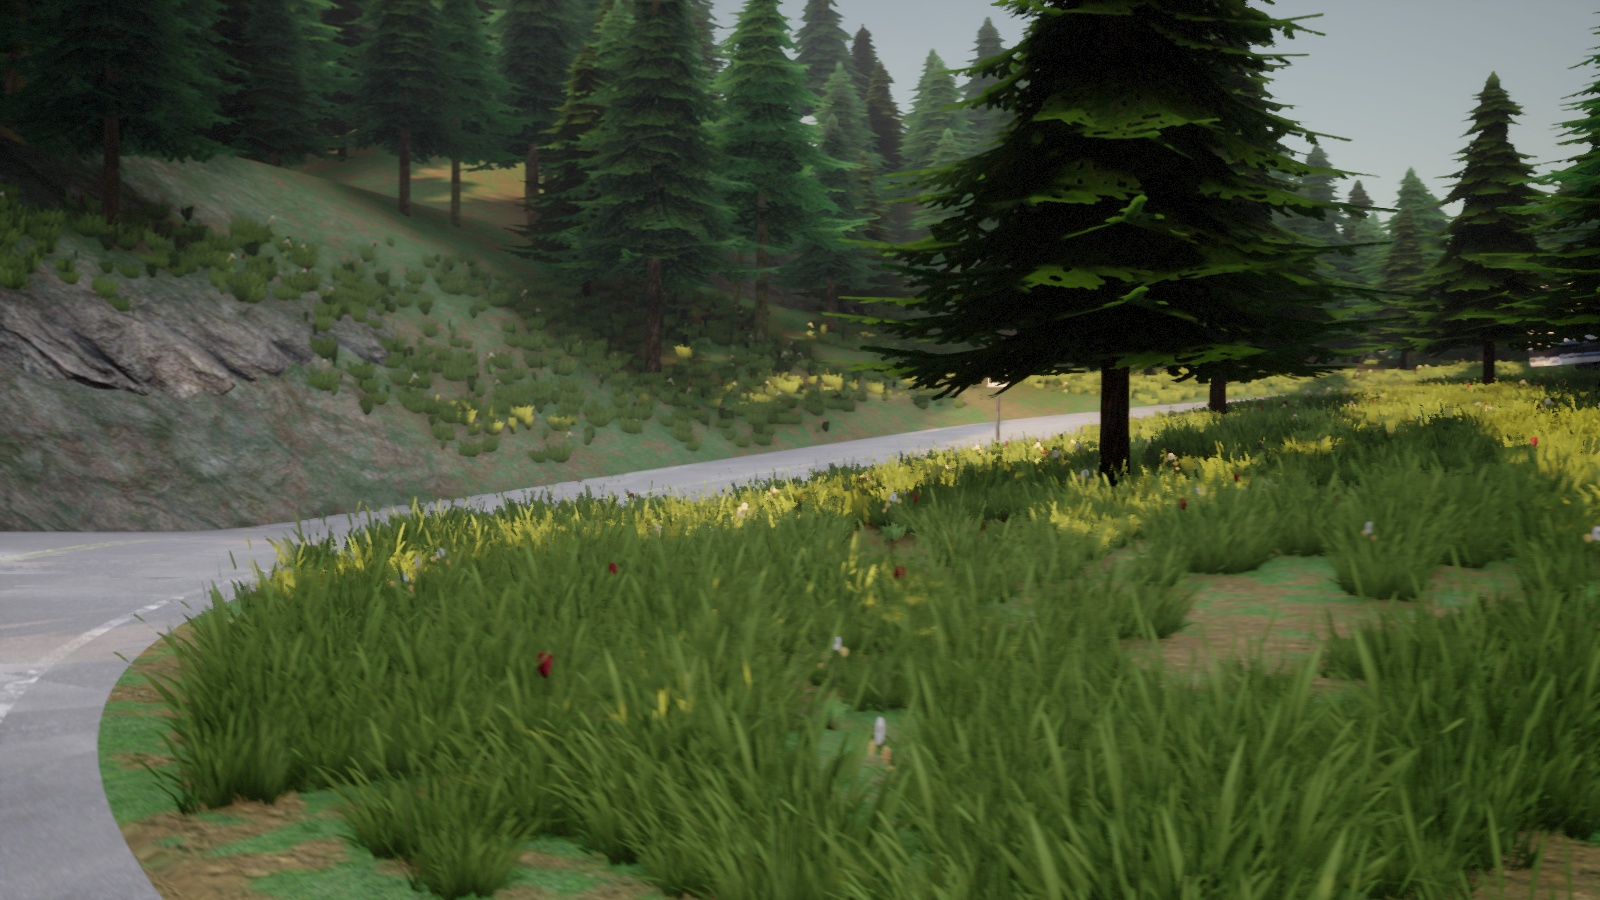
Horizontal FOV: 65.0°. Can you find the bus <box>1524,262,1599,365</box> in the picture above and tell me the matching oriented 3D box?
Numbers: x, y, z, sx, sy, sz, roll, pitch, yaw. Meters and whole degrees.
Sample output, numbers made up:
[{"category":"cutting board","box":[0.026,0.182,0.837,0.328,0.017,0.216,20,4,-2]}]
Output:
[{"category":"bus","box":[39.707,-6.629,57.963,10.273,4.253,3.944,-6,1,-6]}]
